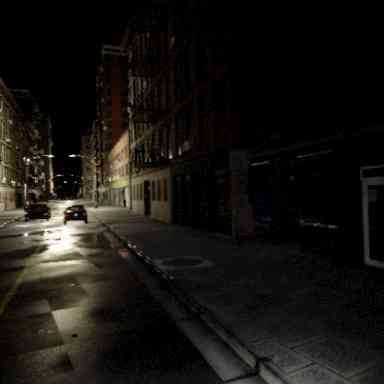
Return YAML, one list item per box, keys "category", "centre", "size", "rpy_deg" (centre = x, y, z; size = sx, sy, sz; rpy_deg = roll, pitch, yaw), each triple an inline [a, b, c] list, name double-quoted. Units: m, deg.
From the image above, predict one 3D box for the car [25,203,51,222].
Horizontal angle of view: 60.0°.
- category: "car"
  centre: [-13.860, 1.802, 30.122]
  size: [1.882, 1.535, 5.008]
  rpy_deg: [-1, 0, -20]

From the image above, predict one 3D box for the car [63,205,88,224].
- category: "car"
  centre: [-9.478, 1.768, 27.079]
  size: [2.033, 1.411, 5.357]
  rpy_deg: [-1, 0, -20]
